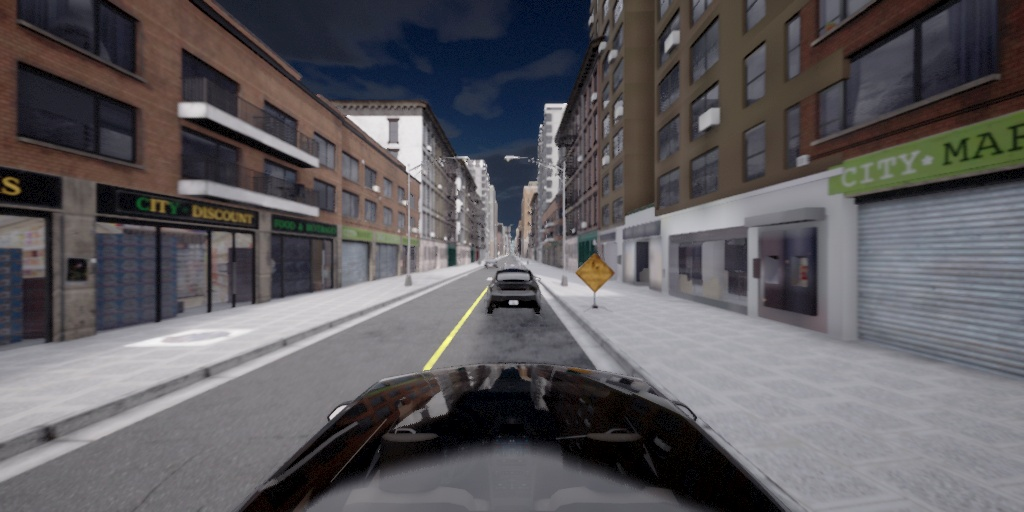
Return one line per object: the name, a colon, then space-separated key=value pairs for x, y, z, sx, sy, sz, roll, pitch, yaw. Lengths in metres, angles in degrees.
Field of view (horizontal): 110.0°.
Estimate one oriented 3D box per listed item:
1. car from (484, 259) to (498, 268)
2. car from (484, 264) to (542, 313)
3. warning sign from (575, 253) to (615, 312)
car: x=-3.068 y=1.106 z=52.926 sx=1.812 sy=1.442 sz=4.674 roll=0 pitch=0 yaw=0
car: x=0.070 y=1.221 z=13.704 sx=1.837 sy=1.490 sz=4.892 roll=0 pitch=0 yaw=0
warning sign: x=2.718 y=0.838 z=11.783 sx=1.300 sy=1.860 sz=1.060 roll=0 pitch=0 yaw=0
